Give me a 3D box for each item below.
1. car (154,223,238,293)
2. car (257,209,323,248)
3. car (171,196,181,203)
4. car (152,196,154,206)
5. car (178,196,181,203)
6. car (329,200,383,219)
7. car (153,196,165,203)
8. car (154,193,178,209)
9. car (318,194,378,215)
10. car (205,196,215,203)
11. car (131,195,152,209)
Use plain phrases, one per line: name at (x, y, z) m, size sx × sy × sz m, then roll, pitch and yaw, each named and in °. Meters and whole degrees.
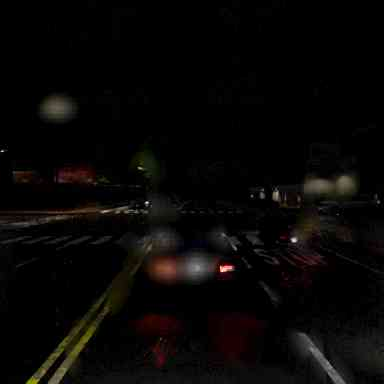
car at (0.025, 1.547, 8.993) m, size 2.033 × 1.411 × 5.357 m, roll 0°, pitch 0°, yaw -1°
car at (4.077, 1.507, 14.838) m, size 1.837 × 1.490 × 4.892 m, roll 0°, pitch 1°, yaw 6°
car at (-3.249, 1.502, 69.318) m, size 1.837 × 1.490 × 4.892 m, roll 0°, pitch 0°, yaw 0°
car at (-6.949, 1.352, 54.191) m, size 2.097 × 1.767 × 4.553 m, roll 0°, pitch 0°, yaw 1°
car at (-3.420, 1.601, 56.869) m, size 1.895 × 1.301 × 4.718 m, roll 0°, pitch 0°, yaw 1°
car at (14.608, 1.601, 28.301) m, size 4.718 × 1.301 × 1.895 m, roll 0°, pitch 0°, yaw 0°
car at (-6.757, 1.564, 68.943) m, size 1.994 × 1.385 × 4.181 m, roll 0°, pitch 0°, yaw 0°
car at (-3.514, 1.221, 46.150) m, size 2.150 × 2.045 × 5.566 m, roll 0°, pitch 0°, yaw 1°
car at (15.020, 1.221, 31.820) m, size 5.566 × 2.045 × 2.150 m, roll 0°, pitch 0°, yaw 1°
car at (3.860, 1.559, 70.722) m, size 1.994 × 1.385 × 4.181 m, roll 0°, pitch 0°, yaw 1°
car at (-7.017, 1.505, 45.224) m, size 1.837 × 1.490 × 4.892 m, roll 0°, pitch 0°, yaw 1°
